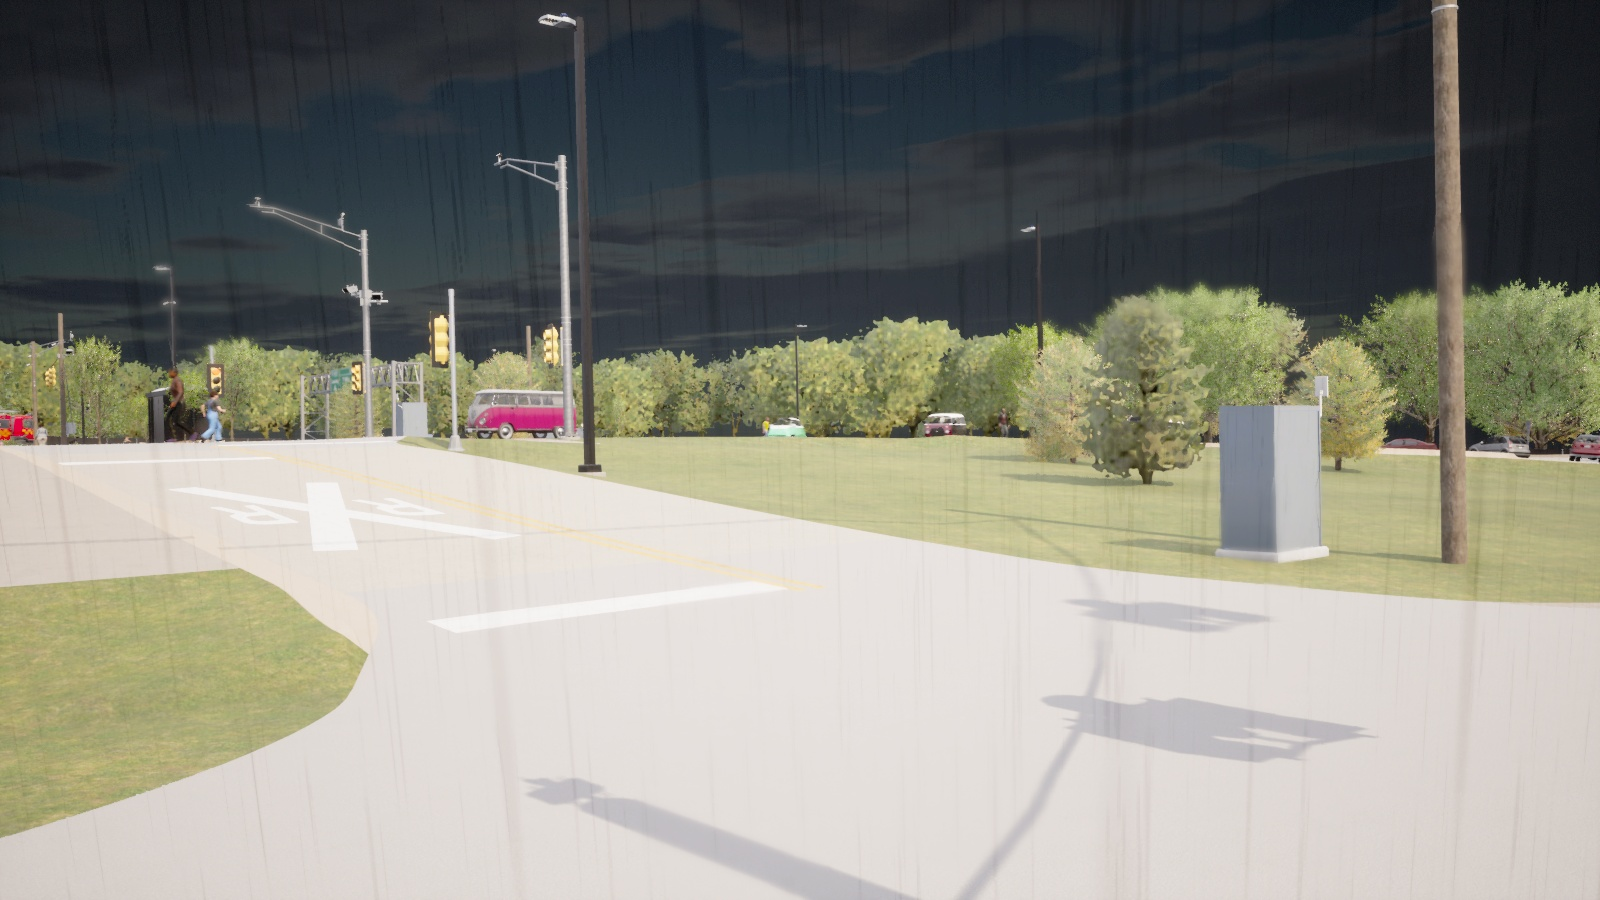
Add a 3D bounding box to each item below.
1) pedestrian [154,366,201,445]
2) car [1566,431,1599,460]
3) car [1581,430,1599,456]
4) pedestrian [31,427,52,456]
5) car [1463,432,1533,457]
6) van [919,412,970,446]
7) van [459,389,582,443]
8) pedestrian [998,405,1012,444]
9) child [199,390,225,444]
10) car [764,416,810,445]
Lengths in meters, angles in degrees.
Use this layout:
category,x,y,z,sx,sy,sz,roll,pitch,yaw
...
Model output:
category,x,y,z,sx,sy,sz,roll,pitch,yaw
pedestrian,-14.538,-1.036,29.315,0.328,1.805,0.869,-1,1,42
car,45.404,-0.246,72.258,1.789,1.549,3.705,5,2,37
car,52.131,-0.452,79.858,2.242,1.667,4.611,-1,1,4
pedestrian,-49.005,-0.570,81.117,0.900,1.855,0.874,-1,1,40
car,46.762,-0.369,84.189,1.851,1.617,3.988,2,0,-13
van,8.967,-1.294,77.447,2.069,2.038,4.480,0,1,21
van,-10.933,-1.311,49.344,1.775,1.987,4.442,-1,0,44
pedestrian,9.787,-1.200,60.089,0.376,1.854,0.720,-2,1,-13
child,-13.728,-0.769,29.311,0.270,1.263,0.437,-1,1,40
car,-0.663,-0.996,65.320,1.481,1.376,2.207,-1,-1,31
